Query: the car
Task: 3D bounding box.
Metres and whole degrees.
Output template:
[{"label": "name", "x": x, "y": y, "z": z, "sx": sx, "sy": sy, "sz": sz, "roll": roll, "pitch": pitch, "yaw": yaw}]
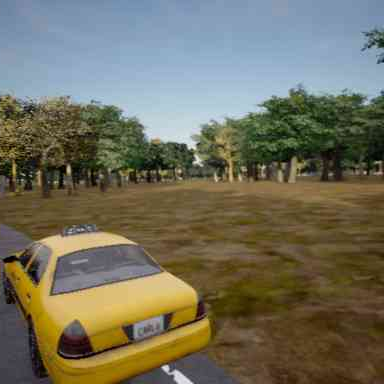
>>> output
[{"label": "car", "x": -1.889, "y": 1.304, "z": 5.444, "sx": 1.801, "sy": 1.575, "sz": 5.366, "roll": -3, "pitch": 3, "yaw": -34}]
